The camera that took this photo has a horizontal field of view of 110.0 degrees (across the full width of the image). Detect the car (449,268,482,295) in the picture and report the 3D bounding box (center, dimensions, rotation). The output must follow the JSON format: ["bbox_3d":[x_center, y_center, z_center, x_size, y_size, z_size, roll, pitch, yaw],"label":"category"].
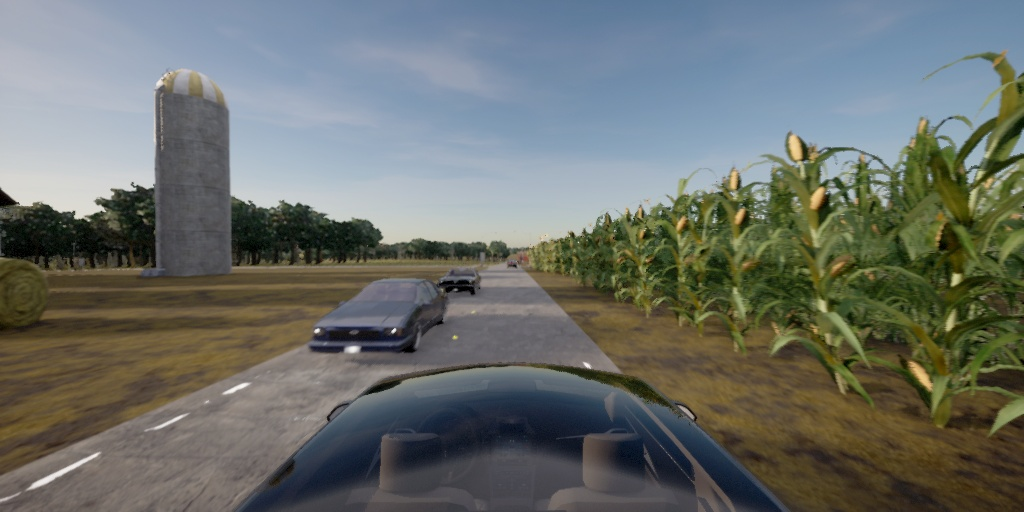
[{"bbox_3d":[-2.752,1.348,19.745,1.895,1.301,4.718,0,0,0],"label":"car"}]

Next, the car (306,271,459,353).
[{"bbox_3d":[-2.842,1.281,9.053,2.033,1.411,5.357,0,0,0],"label":"car"}]
